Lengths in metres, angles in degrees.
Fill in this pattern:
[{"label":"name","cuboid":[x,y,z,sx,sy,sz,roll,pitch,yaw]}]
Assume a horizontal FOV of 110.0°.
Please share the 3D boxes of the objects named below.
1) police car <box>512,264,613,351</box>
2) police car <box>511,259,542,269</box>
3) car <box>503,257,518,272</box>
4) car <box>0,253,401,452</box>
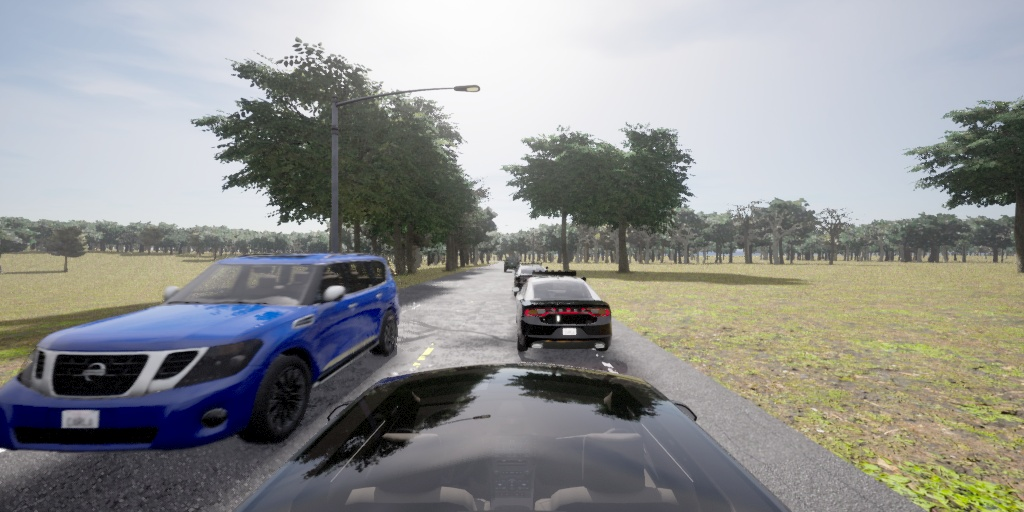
[{"label":"police car","cuboid":[1.047,1.173,9.117,1.930,1.638,5.238,0,0,0]},{"label":"police car","cuboid":[1.043,1.173,19.119,1.930,1.638,5.238,0,0,0]},{"label":"car","cuboid":[0.014,1.106,48.479,2.150,2.045,5.566,0,-1,0]},{"label":"car","cuboid":[-3.499,0.970,5.669,2.150,2.045,5.566,0,0,0]}]
